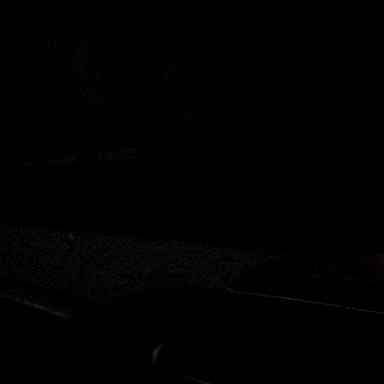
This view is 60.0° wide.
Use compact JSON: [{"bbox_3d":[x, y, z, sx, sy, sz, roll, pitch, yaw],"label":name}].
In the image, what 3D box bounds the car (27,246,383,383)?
[{"bbox_3d":[1.025,1.318,2.127,5.009,1.841,2.192,-1,-1,36],"label":"car"}]
